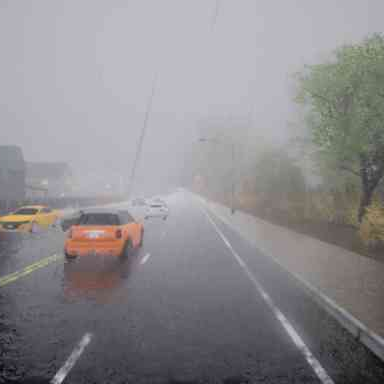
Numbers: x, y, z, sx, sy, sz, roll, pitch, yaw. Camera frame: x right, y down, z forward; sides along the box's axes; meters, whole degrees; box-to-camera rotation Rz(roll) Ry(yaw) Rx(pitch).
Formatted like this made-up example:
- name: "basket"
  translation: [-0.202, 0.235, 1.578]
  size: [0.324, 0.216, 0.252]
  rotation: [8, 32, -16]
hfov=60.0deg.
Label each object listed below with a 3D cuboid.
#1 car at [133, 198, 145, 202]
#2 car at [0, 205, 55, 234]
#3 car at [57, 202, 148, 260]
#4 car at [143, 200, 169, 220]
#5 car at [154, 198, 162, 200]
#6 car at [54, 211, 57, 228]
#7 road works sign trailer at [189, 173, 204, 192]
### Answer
- name: "car"
  translation: [-9.784, 1.864, 61.647]
  size: [2.128, 1.511, 4.902]
  rotation: [0, 0, 1]
- name: "car"
  translation: [-9.852, 1.608, 20.532]
  size: [1.882, 1.535, 5.008]
  rotation: [0, 0, 0]
- name: "car"
  translation: [-3.154, 1.436, 12.880]
  size: [2.097, 1.767, 4.553]
  rotation: [0, 0, 0]
- name: "car"
  translation: [-3.154, 1.718, 30.509]
  size: [1.812, 1.442, 4.674]
  rotation: [0, 0, 0]
- name: "car"
  translation: [-6.521, 1.922, 62.826]
  size: [2.033, 1.411, 5.357]
  rotation: [0, 0, 0]
- name: "car"
  translation: [-6.603, 1.734, 20.937]
  size: [1.895, 1.301, 4.718]
  rotation: [0, 0, 0]
- name: "road works sign trailer"
  translation: [1.186, -1.720, 68.386]
  size: [2.880, 2.380, 3.560]
  rotation: [-31, -44, 8]
